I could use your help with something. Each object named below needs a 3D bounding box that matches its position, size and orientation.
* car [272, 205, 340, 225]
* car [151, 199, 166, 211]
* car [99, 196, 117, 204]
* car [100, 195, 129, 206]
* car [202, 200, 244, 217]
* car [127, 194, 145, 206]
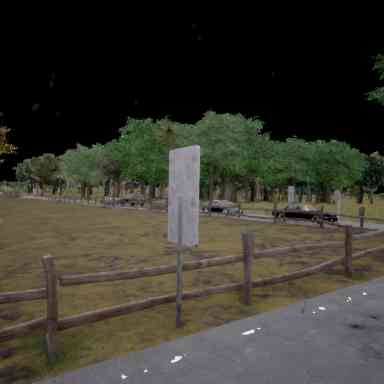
[{"bbox_3d":[8.291,1.618,24.510,1.895,1.301,4.718,2,-1,-36],"label":"car"},{"bbox_3d":[-3.287,1.574,40.718,1.994,1.385,4.181,2,-1,-36],"label":"car"},{"bbox_3d":[-16.051,1.577,63.596,1.812,1.442,4.674,2,-1,-35],"label":"car"},{"bbox_3d":[-12.777,1.549,54.135,2.033,1.411,5.357,2,-1,-36],"label":"car"},{"bbox_3d":[2.897,1.505,32.057,2.128,1.511,4.902,2,-1,-36],"label":"car"},{"bbox_3d":[-9.823,1.298,54.913,2.150,2.045,5.566,2,-1,-36],"label":"car"}]
